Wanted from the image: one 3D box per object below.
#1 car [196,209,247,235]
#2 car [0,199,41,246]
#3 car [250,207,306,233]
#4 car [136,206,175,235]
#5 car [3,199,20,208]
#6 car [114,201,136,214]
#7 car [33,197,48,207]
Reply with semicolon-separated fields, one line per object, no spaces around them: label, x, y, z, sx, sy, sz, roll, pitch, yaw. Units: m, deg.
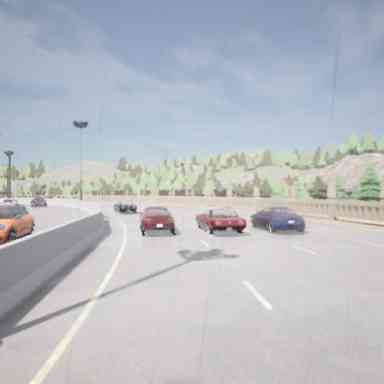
car;1.498;1.614;19.213;1.895;1.301;4.718;0;0;-11
car;-8.606;1.403;14.809;2.097;1.767;4.553;0;0;-10
car;4.922;1.564;19.630;1.994;1.385;4.181;0;0;-10
car;-2.086;1.554;19.190;1.812;1.442;4.674;0;0;-11
car;-29.349;1.776;54.034;1.895;1.301;4.718;0;0;-37
car;-7.531;1.669;37.103;1.895;1.301;4.718;0;0;-22
car;-24.439;1.656;53.156;1.837;1.490;4.892;0;0;-34
